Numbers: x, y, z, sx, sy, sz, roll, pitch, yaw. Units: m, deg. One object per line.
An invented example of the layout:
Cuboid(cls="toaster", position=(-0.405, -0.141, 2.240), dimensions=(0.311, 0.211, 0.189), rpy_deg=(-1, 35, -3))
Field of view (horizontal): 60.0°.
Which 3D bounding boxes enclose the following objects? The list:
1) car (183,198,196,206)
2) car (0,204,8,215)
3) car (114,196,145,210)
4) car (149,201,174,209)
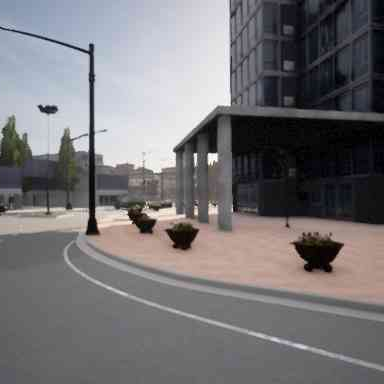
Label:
Cuboid(cls="car", position=(-0.972, 1.979, 67.516), dimensions=(2.097, 1.767, 4.553), rpy_deg=(-1, -1, 29))
Cuboid(cls="car", position=(-23.096, 1.927, 36.747), dimensions=(4.902, 1.511, 2.128), rpy_deg=(0, 0, -24))
Cuboid(cls="car", position=(-9.700, 1.713, 51.774), dimensions=(2.150, 2.045, 5.566), rpy_deg=(-1, -1, 29))
Cuboid(cls="car", position=(-4.813, 2.074, 53.031), dimensions=(1.895, 1.301, 4.718), rpy_deg=(-1, -1, 29))
